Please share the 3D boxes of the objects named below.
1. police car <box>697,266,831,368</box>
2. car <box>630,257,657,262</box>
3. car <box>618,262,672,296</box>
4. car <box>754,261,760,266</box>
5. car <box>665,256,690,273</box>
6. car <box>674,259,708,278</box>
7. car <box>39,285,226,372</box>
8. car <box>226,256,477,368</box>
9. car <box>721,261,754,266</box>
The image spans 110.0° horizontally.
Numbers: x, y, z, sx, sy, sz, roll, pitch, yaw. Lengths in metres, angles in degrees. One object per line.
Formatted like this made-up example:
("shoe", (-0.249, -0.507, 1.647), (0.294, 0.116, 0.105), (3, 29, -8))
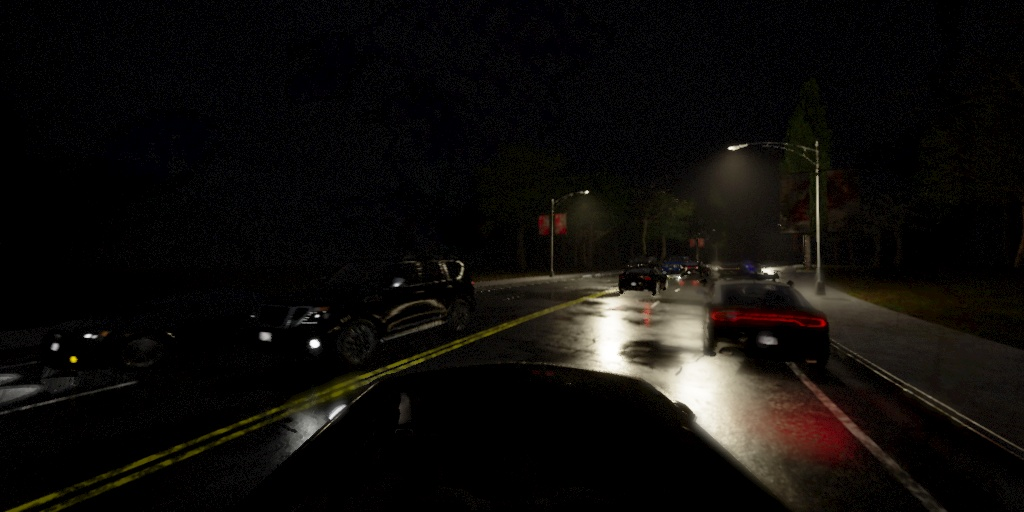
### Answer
("police car", (5.408, 1.193, 8.217), (1.930, 1.638, 5.238), (0, 0, 27))
("car", (15.380, 1.092, 42.076), (2.150, 2.045, 5.566), (-1, -1, 40))
("car", (7.470, 1.279, 20.214), (1.882, 1.535, 5.008), (-1, 0, 32))
("car", (26.557, 1.270, 40.157), (1.812, 1.442, 4.674), (-1, -1, 42))
("car", (19.205, 1.050, 41.582), (2.150, 2.045, 5.566), (-1, -1, 40))
("car", (17.298, 1.279, 33.779), (2.128, 1.511, 4.902), (-1, -1, 39))
("car", (-6.829, 1.352, 7.829), (1.994, 1.385, 4.181), (0, 0, 25))
("car", (-2.963, 1.011, 8.530), (2.150, 2.045, 5.566), (0, 0, 26))
("car", (19.242, 1.240, 31.123), (2.128, 1.511, 4.902), (-1, -1, 39))
